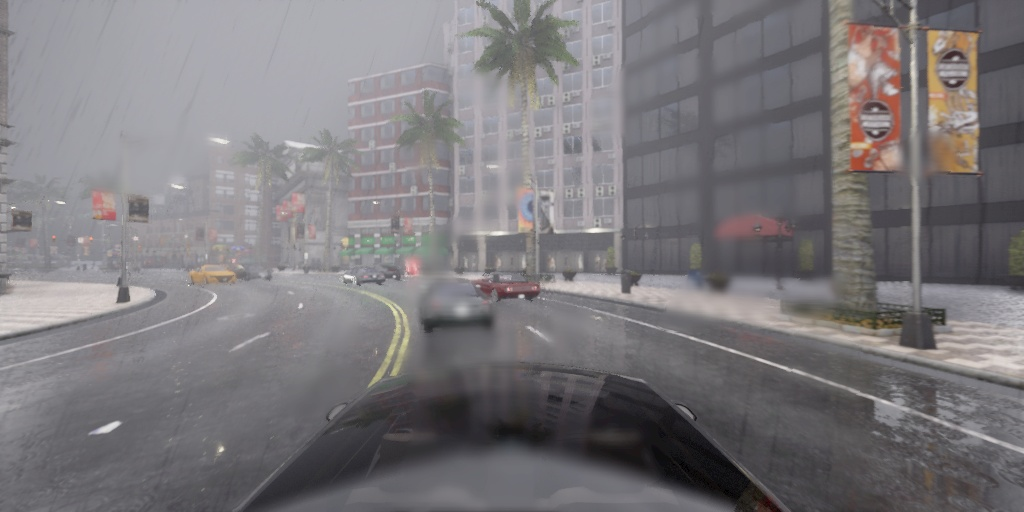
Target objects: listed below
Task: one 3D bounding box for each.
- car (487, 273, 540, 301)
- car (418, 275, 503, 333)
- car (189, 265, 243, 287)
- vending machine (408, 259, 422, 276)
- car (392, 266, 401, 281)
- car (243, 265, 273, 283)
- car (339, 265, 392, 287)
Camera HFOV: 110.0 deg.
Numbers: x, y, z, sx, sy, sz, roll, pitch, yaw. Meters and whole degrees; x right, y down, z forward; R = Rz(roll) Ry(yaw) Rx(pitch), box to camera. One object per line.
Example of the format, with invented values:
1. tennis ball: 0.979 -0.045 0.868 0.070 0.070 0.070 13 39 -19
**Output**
1. car: -0.523 1.478 17.601 1.895 1.301 4.718 0 -1 -25
2. car: -1.849 1.397 11.213 1.994 1.385 4.181 0 0 -16
3. car: -23.536 1.534 28.218 5.008 1.535 1.882 -1 -1 33
4. vending machine: -11.528 1.309 41.956 0.880 2.100 1.100 0 0 36
5. car: -11.903 1.546 32.565 4.892 1.490 1.837 -1 -1 43
6. car: -23.624 1.580 32.368 4.902 1.511 2.128 0 -1 30
7. car: -11.583 1.548 27.557 2.033 1.411 5.357 0 -1 -43
